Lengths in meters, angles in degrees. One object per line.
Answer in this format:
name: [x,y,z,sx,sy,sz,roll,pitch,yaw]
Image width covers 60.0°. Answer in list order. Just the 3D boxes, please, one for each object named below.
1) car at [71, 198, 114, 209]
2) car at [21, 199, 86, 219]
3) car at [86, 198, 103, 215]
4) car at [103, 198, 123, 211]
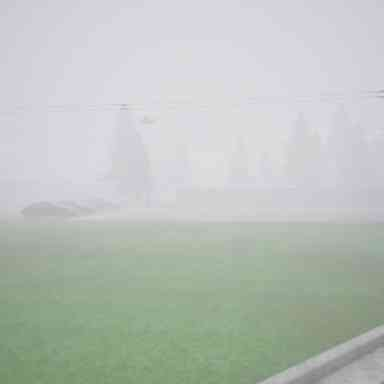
car: [-12.400,1.451,41.484,4.718,1.301,1.895,0,0,8]
car: [-11.552,1.442,27.261,4.674,1.442,1.812,0,0,7]
car: [-11.105,1.423,30.733,4.674,1.442,1.812,0,0,7]
car: [-10.210,1.385,37.675,4.674,1.442,1.812,0,0,7]
